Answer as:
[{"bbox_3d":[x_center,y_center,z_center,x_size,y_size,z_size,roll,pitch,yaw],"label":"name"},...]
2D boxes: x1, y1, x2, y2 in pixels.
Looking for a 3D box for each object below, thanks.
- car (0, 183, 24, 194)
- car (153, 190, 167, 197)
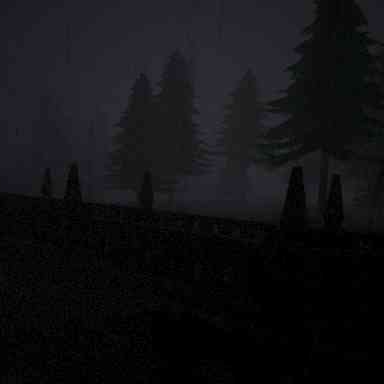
[{"bbox_3d":[-20.906,-0.216,36.184,2.128,1.511,4.902,4,2,37],"label":"car"},{"bbox_3d":[-5.499,0.123,50.657,1.895,1.301,4.718,4,2,37],"label":"car"}]
